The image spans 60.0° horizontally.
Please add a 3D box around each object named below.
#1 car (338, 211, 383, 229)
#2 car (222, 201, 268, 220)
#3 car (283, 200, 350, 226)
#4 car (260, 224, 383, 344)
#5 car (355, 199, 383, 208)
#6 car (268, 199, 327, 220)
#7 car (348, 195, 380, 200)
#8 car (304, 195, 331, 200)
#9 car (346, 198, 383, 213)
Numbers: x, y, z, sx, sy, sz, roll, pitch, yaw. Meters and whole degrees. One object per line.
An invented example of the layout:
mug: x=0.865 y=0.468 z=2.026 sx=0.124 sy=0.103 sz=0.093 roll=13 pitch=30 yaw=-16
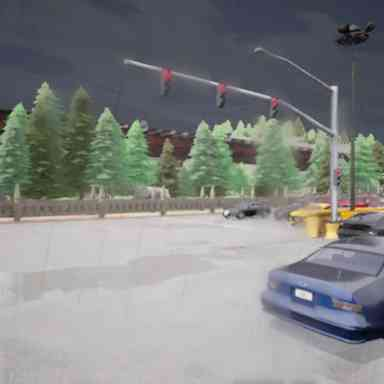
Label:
car: x=7.951 y=1.564 z=13.722 sx=4.892 sy=1.490 sz=1.837 roll=0 pitch=0 yaw=-36
car: x=4.802 y=1.577 z=28.919 sx=4.902 sy=1.511 sz=2.128 roll=0 pitch=0 yaw=-36
car: x=8.872 y=1.563 z=23.191 sx=5.008 sy=1.535 sz=1.882 roll=0 pitch=0 yaw=-36
car: x=3.695 y=1.575 z=6.383 sx=5.357 sy=1.411 sz=2.033 roll=0 pitch=0 yaw=-36
car: x=16.383 y=1.616 z=28.580 sx=4.902 sy=1.511 sz=2.128 roll=0 pitch=0 yaw=-35
car: x=8.829 y=1.600 z=27.493 sx=4.892 sy=1.490 sz=1.837 roll=0 pitch=0 yaw=-36
car: x=16.864 y=1.358 z=33.212 sx=5.566 sy=2.045 sz=2.150 roll=0 pitch=0 yaw=-35
car: x=12.843 y=1.348 z=34.642 sx=5.566 sy=2.045 sz=2.150 roll=0 pitch=0 yaw=-36
car: x=20.964 y=1.611 z=40.394 sx=5.008 sy=1.535 sz=1.882 roll=-1 pitch=0 yaw=-36
